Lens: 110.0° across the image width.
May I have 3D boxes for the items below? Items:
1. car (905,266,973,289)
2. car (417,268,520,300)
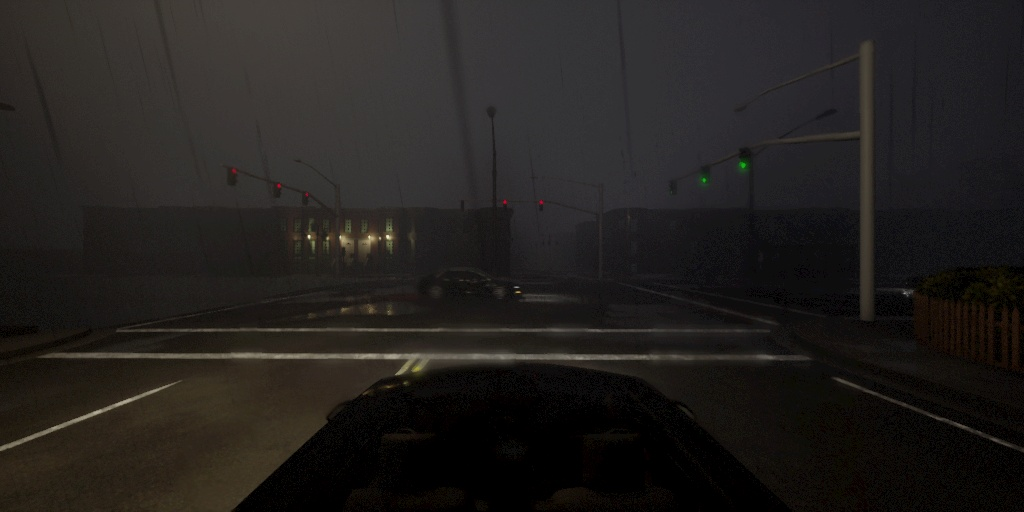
[{"bbox_3d":[25.731,1.304,20.901,4.181,1.385,1.994,0,0,0],"label":"car"},{"bbox_3d":[-2.027,1.330,17.146,4.892,1.490,1.837,1,0,0],"label":"car"}]
